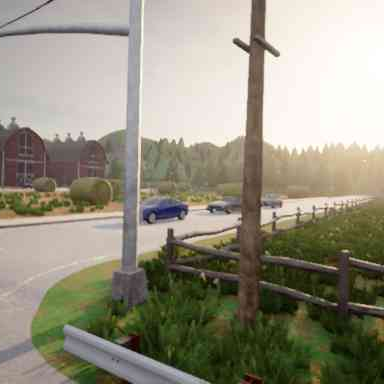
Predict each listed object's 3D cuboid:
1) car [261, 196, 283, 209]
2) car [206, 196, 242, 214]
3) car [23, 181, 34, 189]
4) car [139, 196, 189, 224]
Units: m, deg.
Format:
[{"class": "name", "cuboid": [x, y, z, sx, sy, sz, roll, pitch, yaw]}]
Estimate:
[{"class": "car", "cuboid": [8.809, 1.112, 37.648, 1.994, 1.385, 4.181, 3, 2, 33]}, {"class": "car", "cuboid": [3.292, 1.110, 29.294, 2.033, 1.411, 5.357, 3, 2, 33]}, {"class": "car", "cuboid": [-38.711, -1.713, 79.209, 1.905, 1.878, 3.866, 7, 2, -13]}, {"class": "car", "cuboid": [-2.148, 1.054, 21.033, 1.882, 1.535, 5.008, 3, 2, 33]}]
